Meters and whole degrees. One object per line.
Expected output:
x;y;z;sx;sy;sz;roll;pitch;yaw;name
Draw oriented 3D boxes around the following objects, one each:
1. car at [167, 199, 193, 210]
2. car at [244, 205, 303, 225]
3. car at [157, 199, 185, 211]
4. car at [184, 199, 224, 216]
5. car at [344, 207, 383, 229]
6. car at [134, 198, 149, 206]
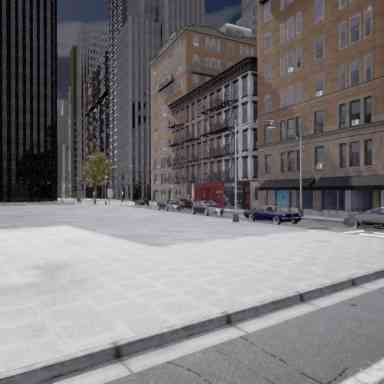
-1.775;1.708;46.703;1.837;1.490;4.892;0;0;-26;car
5.975;1.687;24.932;1.895;1.301;4.718;0;0;-26;car
-3.093;1.690;43.316;2.128;1.511;4.902;0;0;-26;car
1.458;1.631;34.073;2.128;1.511;4.902;0;0;-26;car
11.523;1.605;20.149;1.994;1.385;4.181;-1;0;-37;car
-9.429;1.817;62.188;1.837;1.490;4.892;0;-1;-26;car
